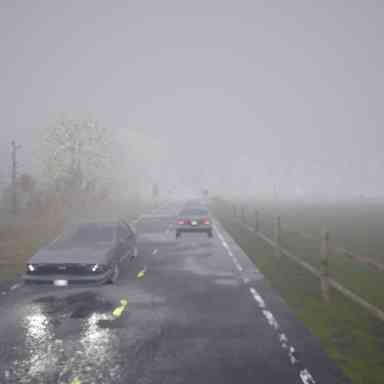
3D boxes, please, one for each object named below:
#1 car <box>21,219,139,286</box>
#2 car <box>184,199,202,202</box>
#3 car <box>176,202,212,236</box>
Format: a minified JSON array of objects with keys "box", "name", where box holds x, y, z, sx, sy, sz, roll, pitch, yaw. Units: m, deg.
[{"box":[-2.745,1.509,9.627,2.033,1.411,5.357,0,0,0],"name":"car"},{"box":[0.117,1.398,34.672,1.994,1.385,4.181,0,0,0],"name":"car"},{"box":[0.104,1.470,17.891,2.033,1.411,5.357,0,0,0],"name":"car"}]
